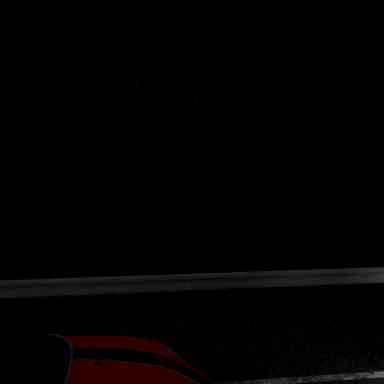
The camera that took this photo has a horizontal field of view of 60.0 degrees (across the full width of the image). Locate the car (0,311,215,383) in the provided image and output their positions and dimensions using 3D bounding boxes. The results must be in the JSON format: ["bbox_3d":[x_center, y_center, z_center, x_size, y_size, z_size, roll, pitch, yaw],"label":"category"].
[{"bbox_3d":[-1.856,1.352,1.660,4.553,1.767,2.097,0,0,-6],"label":"car"}]
